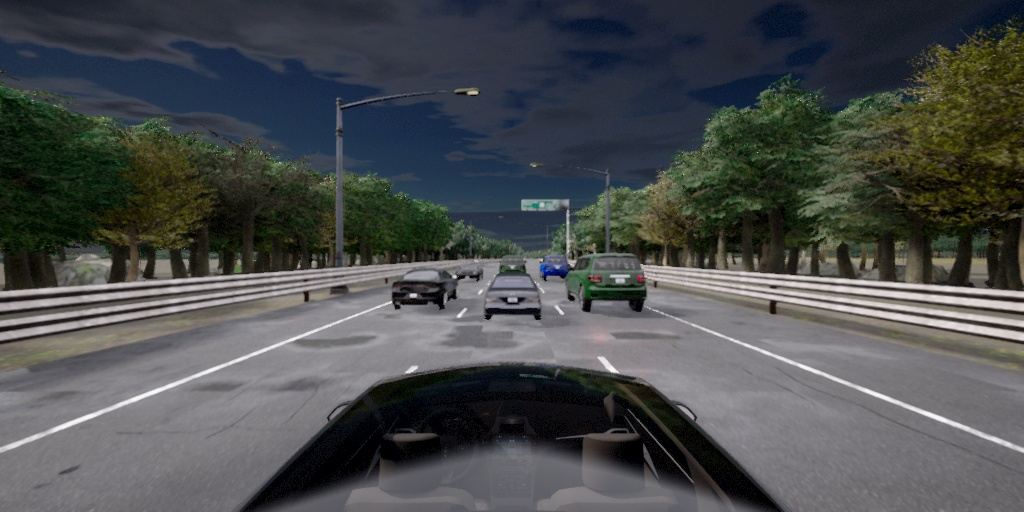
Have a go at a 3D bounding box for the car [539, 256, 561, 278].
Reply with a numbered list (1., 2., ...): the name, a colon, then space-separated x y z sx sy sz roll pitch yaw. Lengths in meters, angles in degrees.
1. car: 3.561 0.991 30.492 2.150 2.045 5.566 0 0 0

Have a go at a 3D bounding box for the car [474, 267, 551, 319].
1. car: 0.043 1.300 12.775 2.033 1.411 5.357 0 0 1

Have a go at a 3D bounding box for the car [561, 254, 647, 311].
1. car: 3.565 0.967 14.516 2.150 2.045 5.566 0 -1 0

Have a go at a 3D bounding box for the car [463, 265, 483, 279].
1. car: -3.443 1.368 30.087 1.895 1.301 4.718 0 0 0

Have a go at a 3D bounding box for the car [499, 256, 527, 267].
1. car: 0.059 0.992 30.380 2.150 2.045 5.566 0 0 0

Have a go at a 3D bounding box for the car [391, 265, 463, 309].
1. car: -3.441 1.232 14.978 1.882 1.535 5.008 0 0 0
